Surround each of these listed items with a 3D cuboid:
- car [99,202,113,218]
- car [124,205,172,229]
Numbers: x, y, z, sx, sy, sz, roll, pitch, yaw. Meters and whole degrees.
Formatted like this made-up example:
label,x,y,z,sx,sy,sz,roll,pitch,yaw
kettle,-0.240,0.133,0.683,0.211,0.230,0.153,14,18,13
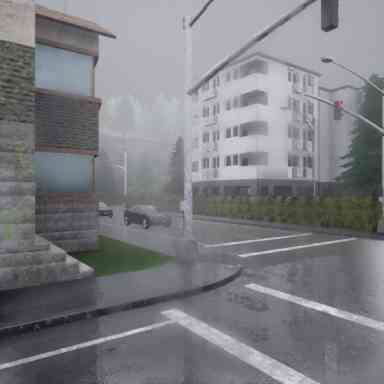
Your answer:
label,x,y,z,sx,sy,sz,roll,pitch,yaw
car,-9.216,1.654,31.964,1.882,1.535,5.008,0,0,-35
car,-3.220,1.681,23.529,1.837,1.490,4.892,0,0,-35
